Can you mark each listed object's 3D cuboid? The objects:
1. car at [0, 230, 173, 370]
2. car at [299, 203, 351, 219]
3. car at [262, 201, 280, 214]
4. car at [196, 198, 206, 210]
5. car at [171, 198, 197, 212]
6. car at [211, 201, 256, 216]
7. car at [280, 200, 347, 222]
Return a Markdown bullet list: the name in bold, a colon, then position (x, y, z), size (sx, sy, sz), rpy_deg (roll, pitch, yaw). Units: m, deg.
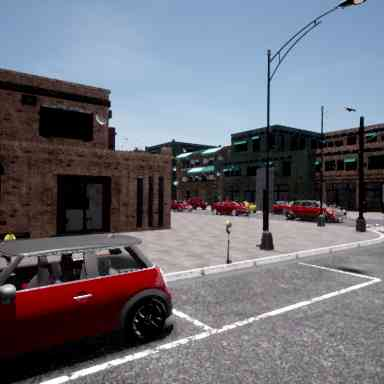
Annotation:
- **car**: position (-2.388, 1.440, 4.841), size (4.097, 1.590, 1.967), rpy_deg (0, 1, -35)
- **car**: position (12.964, 1.811, 32.676), size (1.947, 1.339, 4.313), rpy_deg (0, -1, -35)
- **car**: position (9.799, 1.739, 37.235), size (1.967, 1.590, 4.097), rpy_deg (0, -1, -35)
- **car**: position (0.305, 1.772, 50.907), size (2.192, 1.841, 5.009), rpy_deg (0, -1, -35)
- **car**: position (-1.716, 1.846, 43.682), size (1.812, 1.442, 4.674), rpy_deg (1, -1, -35)
- **car**: position (4.070, 1.701, 35.342), size (1.882, 1.535, 5.008), rpy_deg (1, -1, -35)
- **car**: position (9.897, 1.479, 27.001), size (2.097, 1.767, 4.553), rpy_deg (1, -1, -35)
